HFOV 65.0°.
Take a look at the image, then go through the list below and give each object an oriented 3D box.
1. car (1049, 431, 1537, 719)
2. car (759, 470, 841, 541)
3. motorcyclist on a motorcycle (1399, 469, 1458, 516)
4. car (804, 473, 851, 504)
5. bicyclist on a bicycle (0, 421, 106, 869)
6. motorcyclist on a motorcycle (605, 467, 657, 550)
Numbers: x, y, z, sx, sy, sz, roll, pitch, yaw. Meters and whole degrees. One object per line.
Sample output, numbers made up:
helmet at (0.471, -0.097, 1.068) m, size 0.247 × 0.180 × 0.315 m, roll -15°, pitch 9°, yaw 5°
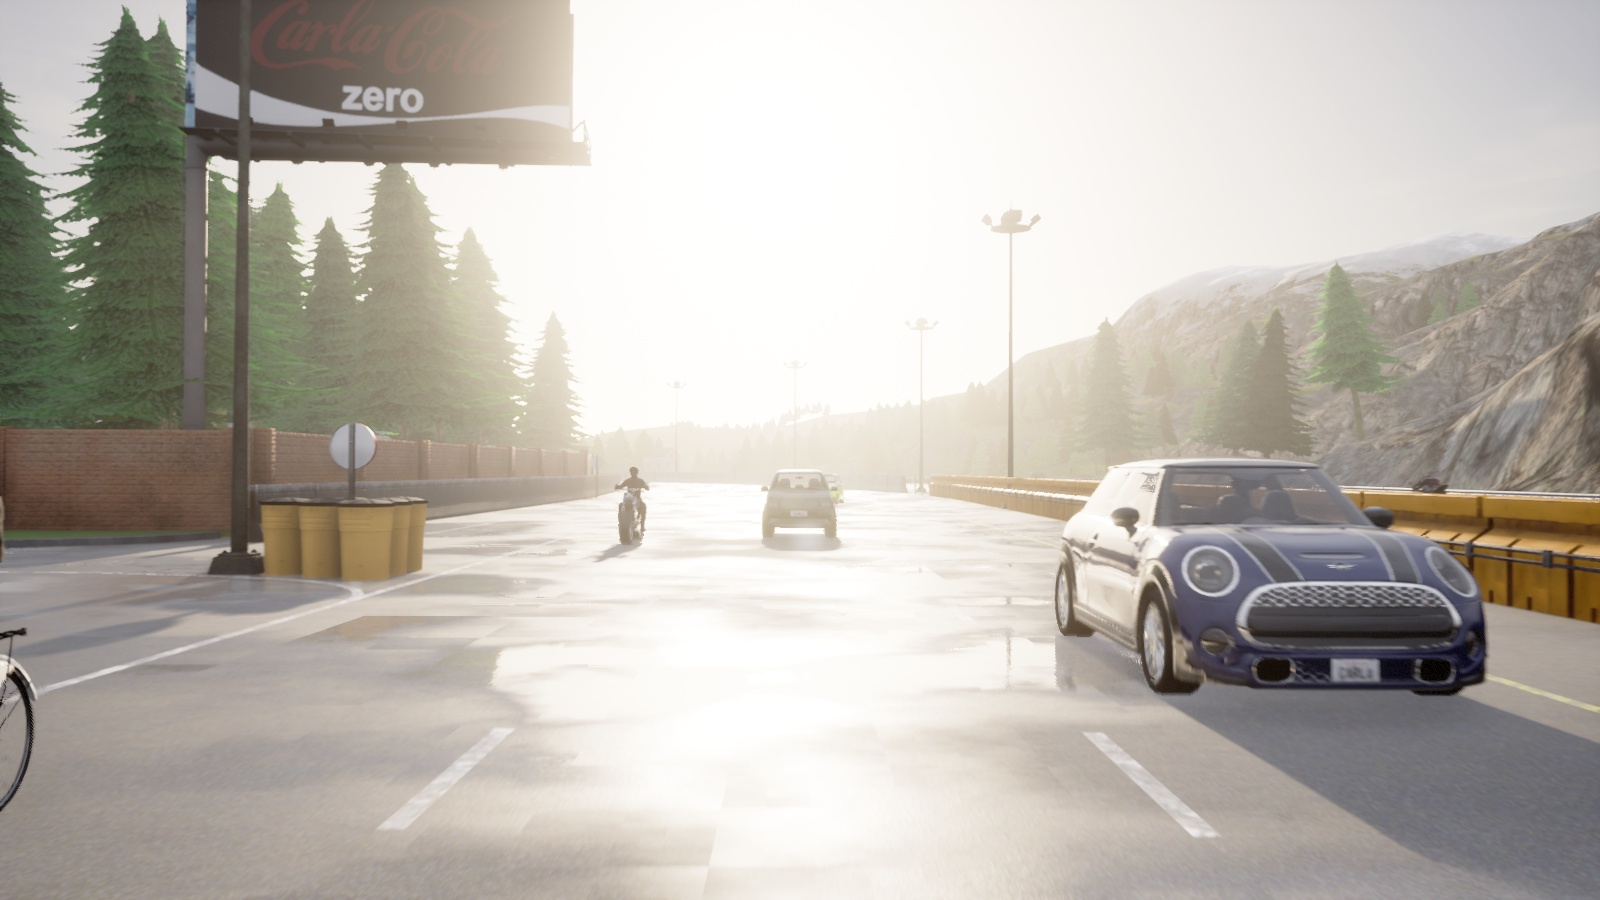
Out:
car at (3.497, 0.811, 10.045) m, size 2.097 × 1.767 × 4.553 m, roll 0°, pitch -1°, yaw 0°
car at (0.002, 1.239, 29.334) m, size 1.789 × 1.549 × 3.705 m, roll 0°, pitch -1°, yaw 0°
motorcyclist on a motorcycle at (21.007, 1.408, 42.020) m, size 0.866 × 1.530 × 2.191 m, roll 0°, pitch -1°, yaw 0°
car at (1.242, 1.723, 56.329) m, size 1.481 × 1.376 × 2.207 m, roll -1°, pitch -2°, yaw 19°
bicyclist on a bicycle at (-3.504, 0.770, 4.811) m, size 0.659 × 1.776 × 1.843 m, roll 0°, pitch -1°, yaw 0°
motorcyclist on a motorcycle at (-3.499, 1.177, 26.237) m, size 0.766 × 1.649 × 2.350 m, roll 0°, pitch -1°, yaw 0°
